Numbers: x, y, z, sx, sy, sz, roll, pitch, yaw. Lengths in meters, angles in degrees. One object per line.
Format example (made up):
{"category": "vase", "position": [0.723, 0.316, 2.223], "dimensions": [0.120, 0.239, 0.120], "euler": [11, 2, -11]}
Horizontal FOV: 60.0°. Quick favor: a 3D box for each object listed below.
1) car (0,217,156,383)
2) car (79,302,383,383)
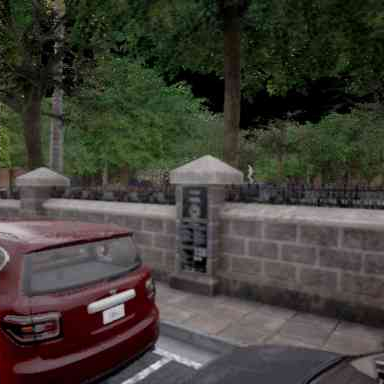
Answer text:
{"category": "car", "position": [-2.728, 1.294, 4.731], "dimensions": [5.009, 1.841, 2.192], "euler": [0, 1, 36]}
{"category": "car", "position": [1.711, 1.554, 1.573], "dimensions": [4.403, 1.369, 2.008], "euler": [0, 1, 36]}
